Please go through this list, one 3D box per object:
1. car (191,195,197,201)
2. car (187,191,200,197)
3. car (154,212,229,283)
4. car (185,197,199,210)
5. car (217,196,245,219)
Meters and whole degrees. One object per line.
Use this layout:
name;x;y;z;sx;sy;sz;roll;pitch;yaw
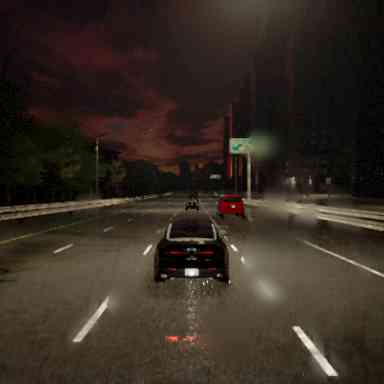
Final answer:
car;0.535;1.628;93.425;1.812;1.442;4.674;0;0;1
car;0.176;1.415;64.066;2.150;2.045;5.566;0;0;1
car;-0.010;1.554;9.834;1.837;1.490;4.892;0;0;0
car;0.042;1.720;45.492;2.033;1.411;5.357;0;0;0
car;3.590;1.357;31.319;2.150;2.045;5.566;0;0;0
